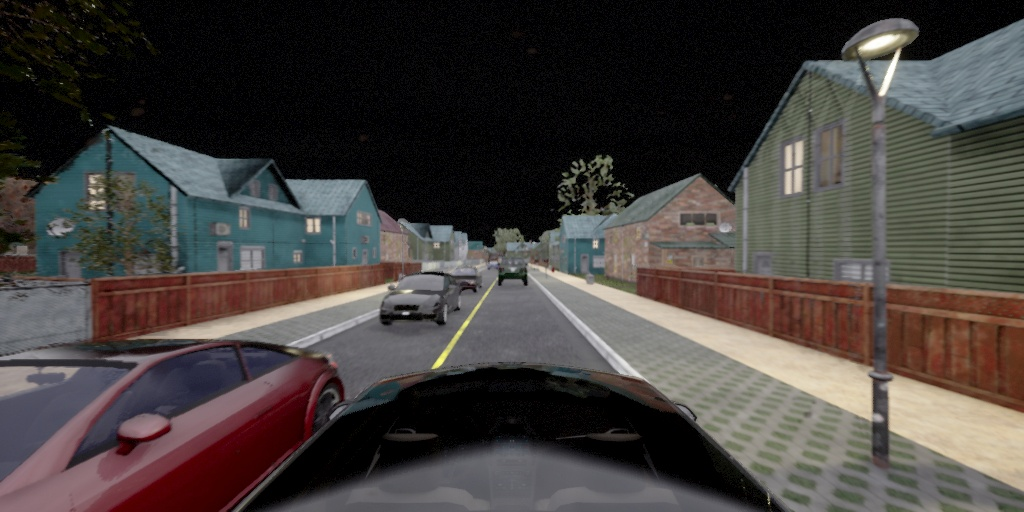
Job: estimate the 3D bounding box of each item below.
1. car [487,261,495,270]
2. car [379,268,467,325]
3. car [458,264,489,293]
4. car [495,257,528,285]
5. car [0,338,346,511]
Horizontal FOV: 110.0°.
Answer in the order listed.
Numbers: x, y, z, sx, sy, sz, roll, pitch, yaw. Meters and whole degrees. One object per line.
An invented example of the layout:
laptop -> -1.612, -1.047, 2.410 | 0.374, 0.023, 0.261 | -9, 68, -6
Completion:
car -> -2.876, 1.522, 56.273 | 1.812, 1.442, 4.674 | 0, 0, 0
car -> -2.853, 1.303, 12.070 | 1.837, 1.490, 4.892 | 0, 0, 0
car -> -2.825, 1.390, 22.150 | 2.033, 1.411, 5.357 | 0, 0, 1
car -> 0.068, 1.083, 27.237 | 2.150, 2.045, 5.566 | 0, 0, 0
car -> -2.850, 1.319, 2.328 | 1.994, 1.385, 4.181 | 0, 0, 0
